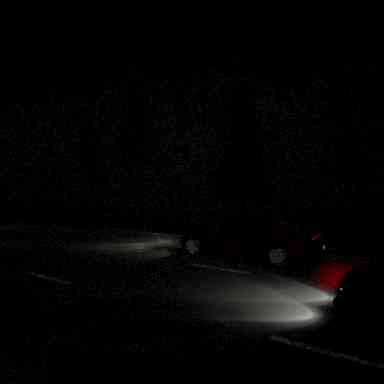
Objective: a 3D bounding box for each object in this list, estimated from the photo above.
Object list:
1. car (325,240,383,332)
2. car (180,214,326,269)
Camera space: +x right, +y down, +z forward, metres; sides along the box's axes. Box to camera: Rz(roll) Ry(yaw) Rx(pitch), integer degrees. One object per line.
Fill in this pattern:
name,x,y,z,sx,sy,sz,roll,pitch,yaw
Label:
car,4.991,1.548,4.733,5.357,1.411,2.033,0,0,36
car,1.880,1.478,11.251,5.008,1.535,1.882,0,0,35
